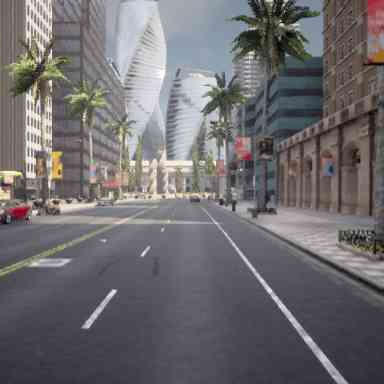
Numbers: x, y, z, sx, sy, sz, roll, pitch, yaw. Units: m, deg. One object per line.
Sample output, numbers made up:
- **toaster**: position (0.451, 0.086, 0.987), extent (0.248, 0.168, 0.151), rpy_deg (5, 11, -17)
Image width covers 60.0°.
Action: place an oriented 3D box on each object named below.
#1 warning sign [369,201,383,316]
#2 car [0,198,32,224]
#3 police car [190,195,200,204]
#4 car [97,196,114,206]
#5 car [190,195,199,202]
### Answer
- **warning sign**: position (3.800, 1.099, 5.388), extent (1.300, 1.860, 1.060), rpy_deg (0, 0, 0)
- **car**: position (-13.619, 1.338, 24.278), extent (2.185, 1.767, 4.553), rpy_deg (0, 0, -1)
- **police car**: position (0.584, 1.442, 65.564), extent (1.930, 1.638, 5.238), rpy_deg (0, 0, -1)
- **car**: position (-13.925, 1.467, 53.652), extent (2.231, 1.521, 4.892), rpy_deg (0, 0, -1)
- **car**: position (0.477, 1.505, 75.453), extent (1.882, 1.535, 5.008), rpy_deg (0, 0, -1)
